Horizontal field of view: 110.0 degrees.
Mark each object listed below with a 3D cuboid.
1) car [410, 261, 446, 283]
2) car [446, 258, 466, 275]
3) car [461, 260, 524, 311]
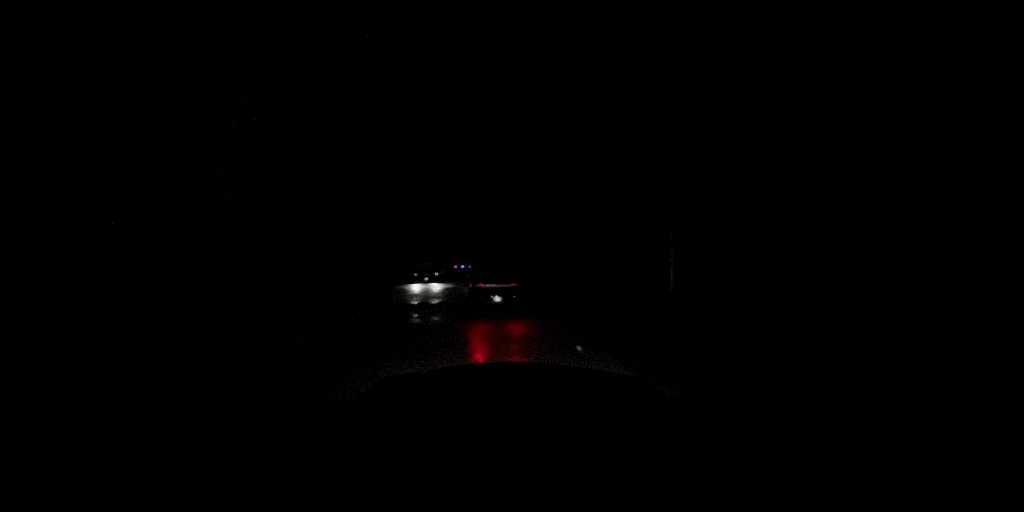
[{"bbox_3d":[-6.084,1.030,25.192,2.033,1.411,5.357,-1,1,-15],"label":"car"},{"bbox_3d":[-4.953,0.881,32.208,2.033,1.411,5.357,-1,1,-19],"label":"car"},{"bbox_3d":[-0.723,1.107,13.637,2.128,1.511,4.902,0,1,-7],"label":"car"}]
